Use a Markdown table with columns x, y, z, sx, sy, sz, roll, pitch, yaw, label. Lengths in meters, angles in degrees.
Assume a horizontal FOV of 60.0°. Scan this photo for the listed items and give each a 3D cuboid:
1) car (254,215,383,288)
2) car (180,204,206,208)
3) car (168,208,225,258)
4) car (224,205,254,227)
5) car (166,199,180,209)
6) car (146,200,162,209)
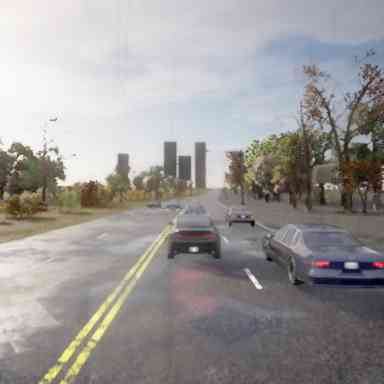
| x | y | z | sx | sy | sz | roll | pitch | yaw | label |
| --- | --- | --- | --- | --- | --- | --- | --- | --- | --- |
| 3.323 | 1.582 | 9.396 | 2.033 | 1.411 | 5.357 | 1 | 0 | 1 | car |
| 0.245 | 1.749 | 28.923 | 1.994 | 1.385 | 4.181 | 0 | 0 | 1 | car |
| 0.090 | 1.600 | 13.177 | 1.837 | 1.490 | 4.892 | 0 | 0 | 1 | car |
| 3.412 | 1.682 | 24.320 | 2.033 | 1.411 | 5.357 | 1 | 0 | 1 | car |
| -2.753 | 1.819 | 49.834 | 1.812 | 1.442 | 4.674 | 0 | 0 | 2 | car |
| -5.930 | 1.873 | 52.232 | 1.994 | 1.385 | 4.181 | 0 | 0 | 2 | car |
